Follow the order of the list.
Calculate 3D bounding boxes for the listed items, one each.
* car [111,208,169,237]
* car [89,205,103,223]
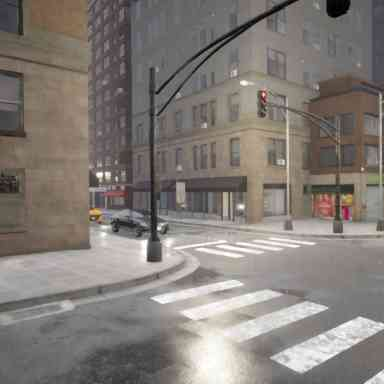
[{"bbox_3d":[-3.198,1.694,19.496,1.812,1.442,4.674,-1,0,-38],"label":"car"},{"bbox_3d":[-8.916,1.730,26.997,1.882,1.535,5.008,-1,0,-37],"label":"car"}]
